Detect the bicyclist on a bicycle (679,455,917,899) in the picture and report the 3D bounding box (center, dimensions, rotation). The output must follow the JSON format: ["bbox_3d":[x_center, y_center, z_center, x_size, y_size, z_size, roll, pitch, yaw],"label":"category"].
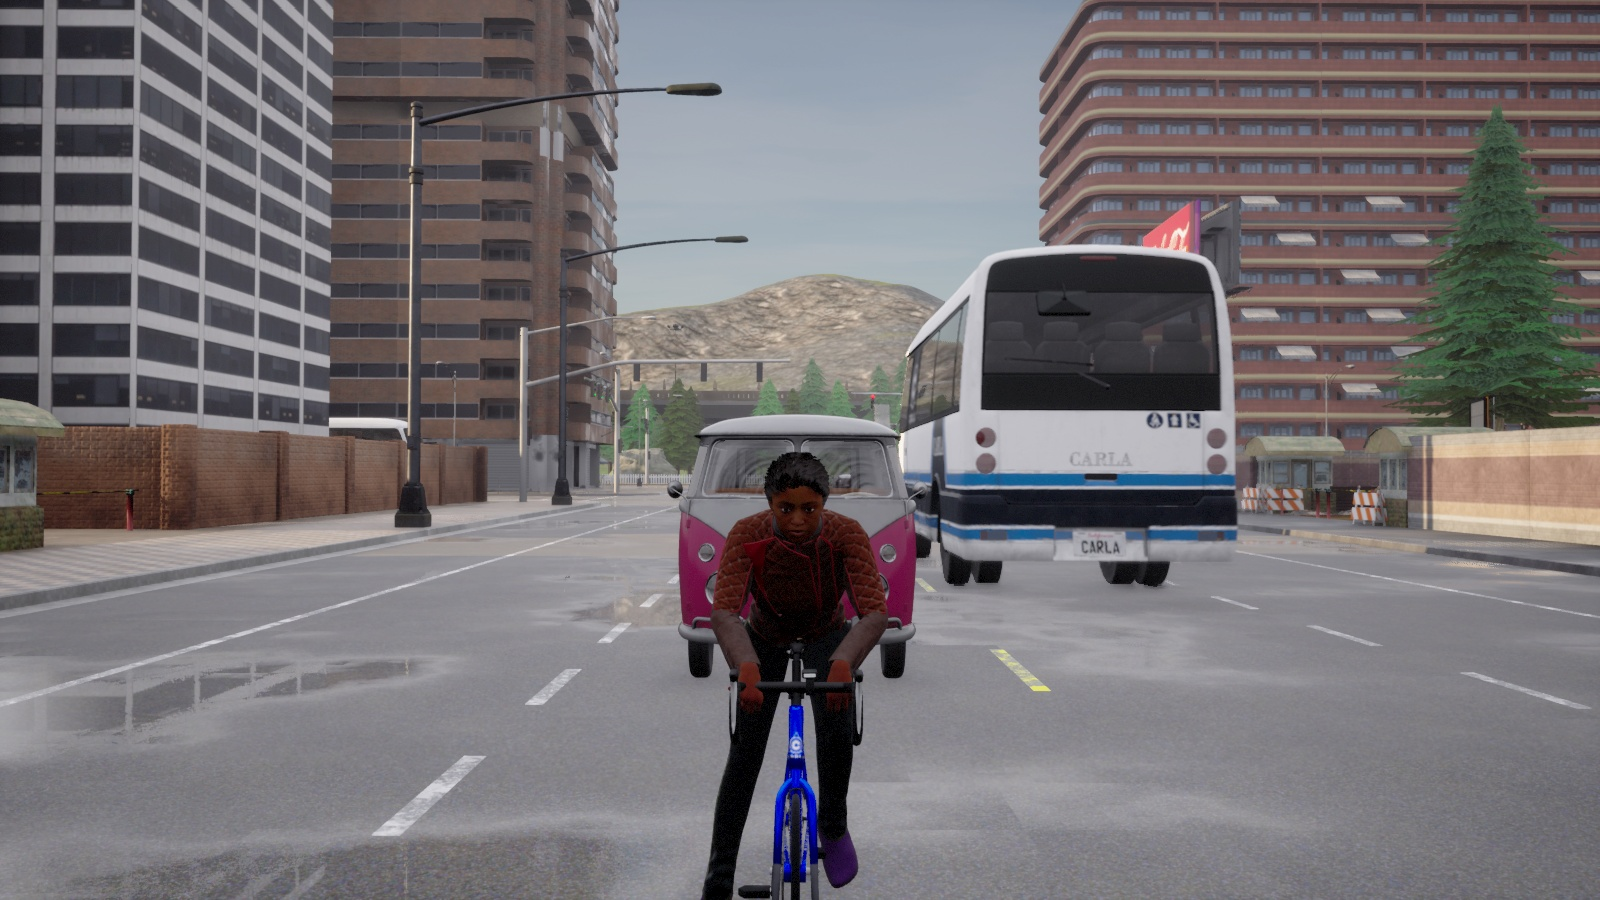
[{"bbox_3d":[-0.005,0.833,3.919,0.582,1.620,1.656,0,-1,0],"label":"bicyclist on a bicycle"}]

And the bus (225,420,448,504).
[{"bbox_3d":[-24.146,0.639,65.914,10.273,4.253,3.944,0,-1,0],"label":"bus"}]

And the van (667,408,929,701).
[{"bbox_3d":[-0.015,0.748,10.772,1.775,1.987,4.442,0,-1,0],"label":"van"}]

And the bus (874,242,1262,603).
[{"bbox_3d":[3.468,-0.241,19.987,3.944,4.253,10.273,0,-1,0],"label":"bus"}]
